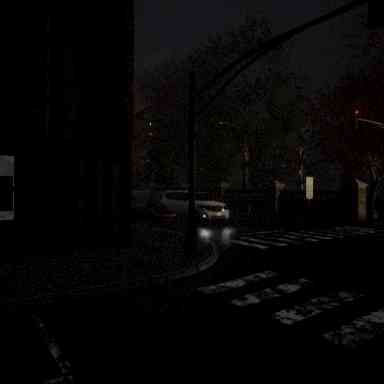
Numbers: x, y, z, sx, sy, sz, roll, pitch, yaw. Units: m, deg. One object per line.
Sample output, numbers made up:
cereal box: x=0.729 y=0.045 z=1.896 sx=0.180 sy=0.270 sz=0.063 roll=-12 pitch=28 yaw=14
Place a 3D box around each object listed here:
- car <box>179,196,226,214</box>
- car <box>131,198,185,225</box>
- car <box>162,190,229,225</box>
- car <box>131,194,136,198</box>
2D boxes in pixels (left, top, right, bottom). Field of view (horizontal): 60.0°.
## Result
car: x=0.859 y=1.130 z=30.558 sx=1.752 sy=1.417 sz=4.829 roll=1 pitch=0 yaw=-36
car: x=-2.563 y=1.257 z=21.018 sx=1.802 sy=1.307 sz=4.206 roll=2 pitch=0 yaw=-36
car: x=-0.024 y=0.921 z=21.911 sx=2.150 sy=2.045 sz=5.566 roll=0 pitch=1 yaw=-36
car: x=-8.815 y=0.864 z=43.852 sx=2.008 sy=1.369 sz=4.403 roll=1 pitch=0 yaw=-36
